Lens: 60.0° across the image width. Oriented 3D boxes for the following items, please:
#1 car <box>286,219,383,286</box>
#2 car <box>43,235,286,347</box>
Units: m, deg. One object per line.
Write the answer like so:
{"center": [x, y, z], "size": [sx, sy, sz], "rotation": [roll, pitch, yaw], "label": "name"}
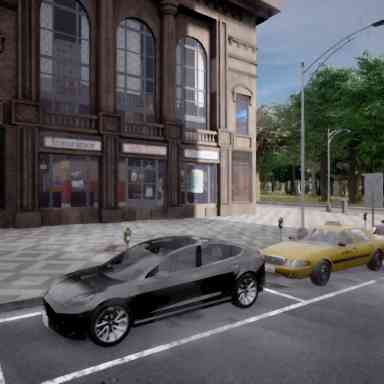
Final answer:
{"center": [3.829, 1.525, 9.384], "size": [4.829, 1.417, 1.752], "rotation": [0, 0, -36], "label": "car"}
{"center": [-0.459, 1.565, 6.324], "size": [4.313, 1.339, 1.947], "rotation": [0, 0, -36], "label": "car"}
